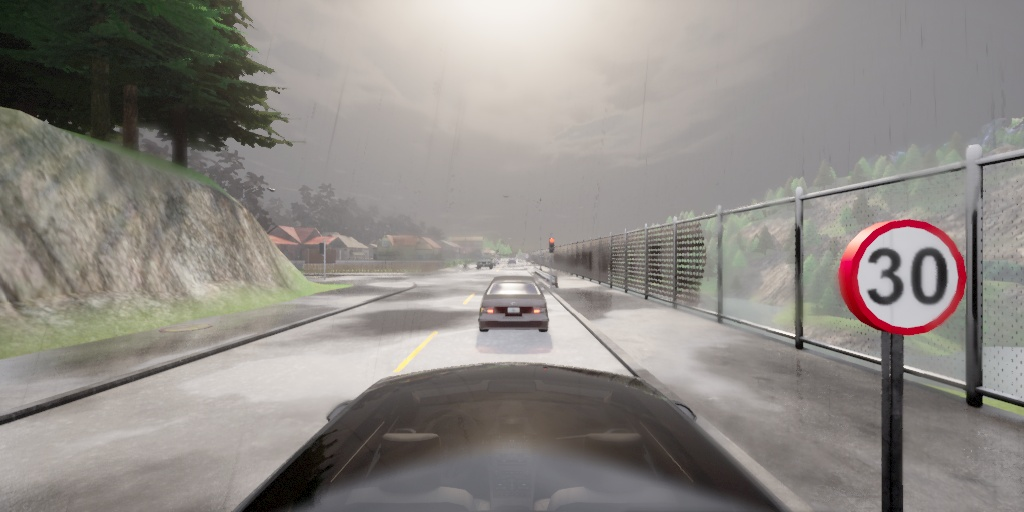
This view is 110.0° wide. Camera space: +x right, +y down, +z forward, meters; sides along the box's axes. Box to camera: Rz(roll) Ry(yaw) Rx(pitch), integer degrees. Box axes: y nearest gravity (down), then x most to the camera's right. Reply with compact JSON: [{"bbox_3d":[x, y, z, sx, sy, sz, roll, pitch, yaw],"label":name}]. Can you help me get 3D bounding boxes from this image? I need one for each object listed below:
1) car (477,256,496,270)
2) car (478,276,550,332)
[{"bbox_3d":[-4.078,0.970,54.688,2.150,2.045,5.566,0,0,0],"label":"car"},{"bbox_3d":[0.050,1.297,10.794,2.033,1.411,5.357,0,0,0],"label":"car"}]
